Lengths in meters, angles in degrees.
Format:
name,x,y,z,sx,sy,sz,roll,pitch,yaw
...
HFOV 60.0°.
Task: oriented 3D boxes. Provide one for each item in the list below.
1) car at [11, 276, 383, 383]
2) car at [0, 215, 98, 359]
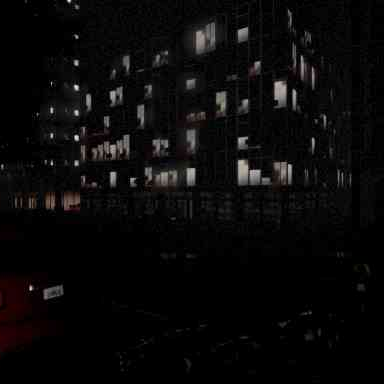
name,x,y,z,sx,sy,sz,roll,pitch,yaw
car,0.850,1.566,2.272,4.313,1.339,1.947,0,0,36
car,-3.645,1.315,5.481,5.009,1.841,2.192,0,0,36
